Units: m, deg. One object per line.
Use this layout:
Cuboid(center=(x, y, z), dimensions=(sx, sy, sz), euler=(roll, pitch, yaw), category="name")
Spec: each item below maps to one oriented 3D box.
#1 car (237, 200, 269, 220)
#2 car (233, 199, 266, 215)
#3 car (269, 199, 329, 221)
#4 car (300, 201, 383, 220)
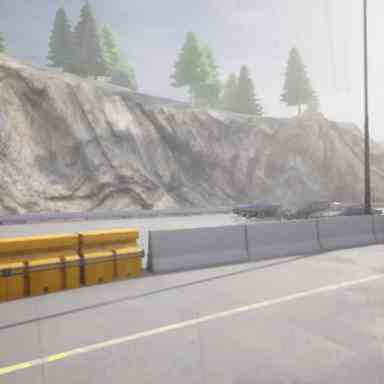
Cuboid(center=(6.388, 1.571, 27.304), dimensions=(4.718, 1.301, 1.895), euler=(-1, 0, -26), category="car")
Cuboid(center=(6.200, 1.456, 31.064), dimensions=(5.008, 1.535, 1.882), euler=(-1, 0, -25), category="car")
Cuboid(center=(8.329, 1.294, 24.320), dimensions=(4.553, 1.767, 2.097), euler=(-1, 0, -25), category="car")
Cuboid(center=(9.863, 1.467, 21.239), dimensions=(5.357, 1.411, 2.033), euler=(-1, 0, -26), category="car")
